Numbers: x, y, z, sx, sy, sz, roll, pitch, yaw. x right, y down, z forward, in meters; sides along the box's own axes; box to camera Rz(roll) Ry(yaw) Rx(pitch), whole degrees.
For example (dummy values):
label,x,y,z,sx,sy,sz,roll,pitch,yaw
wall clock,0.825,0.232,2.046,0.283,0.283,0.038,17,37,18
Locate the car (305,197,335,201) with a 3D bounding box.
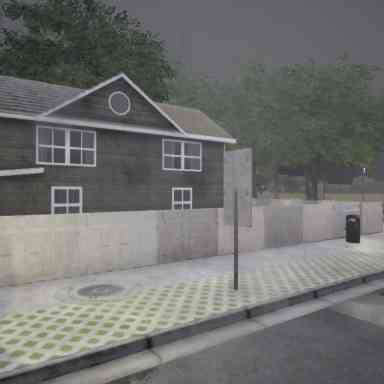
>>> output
label,x,y,z,sx,sy,sz,roll,pitch,yaw
car,10.907,1.330,26.910,2.097,1.767,4.553,0,0,-35
